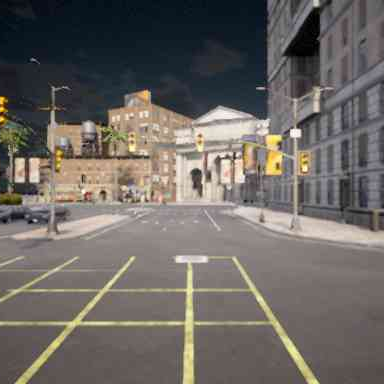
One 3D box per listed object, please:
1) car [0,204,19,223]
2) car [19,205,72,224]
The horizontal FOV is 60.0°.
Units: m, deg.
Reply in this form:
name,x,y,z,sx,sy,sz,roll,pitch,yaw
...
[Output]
name,x,y,z,sx,sy,sz,roll,pitch,yaw
car,-15.094,1.737,27.419,2.033,1.411,5.357,0,0,0
car,-11.594,1.736,27.250,2.033,1.411,5.357,0,0,0
